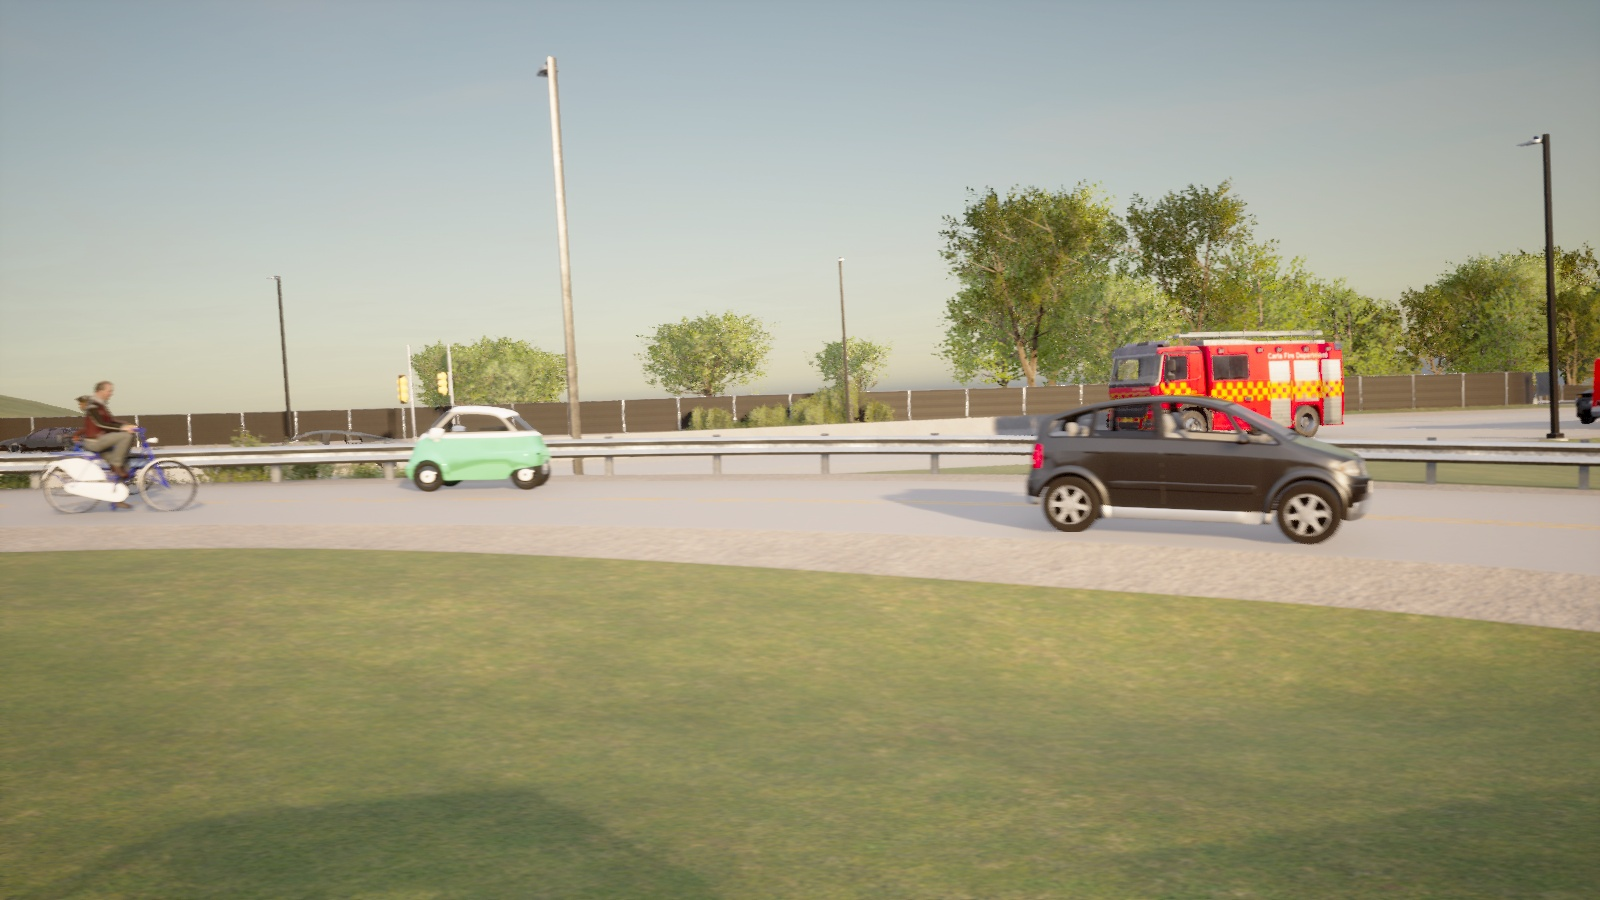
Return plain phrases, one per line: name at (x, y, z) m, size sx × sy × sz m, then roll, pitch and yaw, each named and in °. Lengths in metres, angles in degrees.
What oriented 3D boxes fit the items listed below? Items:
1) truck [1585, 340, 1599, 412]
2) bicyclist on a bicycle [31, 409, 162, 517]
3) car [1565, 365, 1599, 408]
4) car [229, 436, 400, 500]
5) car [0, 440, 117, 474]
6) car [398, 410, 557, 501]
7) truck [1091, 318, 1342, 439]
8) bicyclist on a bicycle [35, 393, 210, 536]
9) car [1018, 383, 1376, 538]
truck at (30.205, -2.720, 43.350) m, size 5.204 × 2.467 × 2.627 m, roll -4°, pitch 2°, yaw -21°
bicyclist on a bicycle at (-11.172, 0.184, 19.992) m, size 1.656 × 1.620 × 0.582 m, roll -3°, pitch 2°, yaw -14°
car at (31.604, -2.516, 47.670) m, size 4.514 × 1.525 × 2.007 m, roll -4°, pitch 2°, yaw -21°
car at (-14.289, 0.481, 37.088) m, size 4.514 × 1.525 × 2.007 m, roll -4°, pitch 2°, yaw -21°
car at (-39.237, 0.361, 66.234) m, size 5.357 × 1.411 × 2.033 m, roll -3°, pitch 3°, yaw 5°
car at (-5.311, 0.066, 20.868) m, size 2.207 × 1.376 × 1.481 m, roll -1°, pitch 3°, yaw 0°
truck at (14.899, -2.568, 44.828) m, size 8.468 × 3.827 × 2.891 m, roll -4°, pitch 2°, yaw -21°
bicyclist on a bicycle at (-8.903, 0.165, 16.566) m, size 1.843 × 1.776 × 0.659 m, roll -2°, pitch 3°, yaw -13°
car at (4.566, 0.061, 14.413) m, size 3.705 × 1.549 × 1.789 m, roll 0°, pitch 4°, yaw 25°
